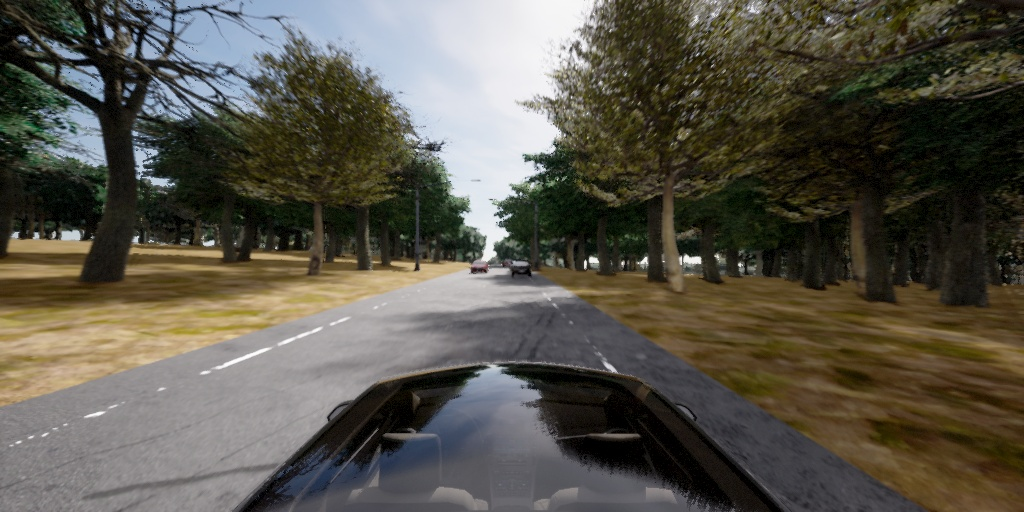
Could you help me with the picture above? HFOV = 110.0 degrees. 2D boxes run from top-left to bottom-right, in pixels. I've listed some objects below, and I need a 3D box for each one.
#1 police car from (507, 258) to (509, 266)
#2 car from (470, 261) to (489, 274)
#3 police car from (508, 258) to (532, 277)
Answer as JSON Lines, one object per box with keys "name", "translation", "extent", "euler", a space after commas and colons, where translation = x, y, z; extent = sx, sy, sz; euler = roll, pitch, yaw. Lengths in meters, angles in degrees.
{"name": "police car", "translation": [0.741, 1.227, 45.364], "extent": [1.930, 1.638, 5.238], "euler": [-1, 0, -1]}
{"name": "car", "translation": [-3.821, 1.277, 42.505], "extent": [1.882, 1.535, 5.008], "euler": [0, 0, 0]}
{"name": "police car", "translation": [0.878, 1.191, 35.352], "extent": [1.930, 1.638, 5.238], "euler": [0, 0, -1]}
